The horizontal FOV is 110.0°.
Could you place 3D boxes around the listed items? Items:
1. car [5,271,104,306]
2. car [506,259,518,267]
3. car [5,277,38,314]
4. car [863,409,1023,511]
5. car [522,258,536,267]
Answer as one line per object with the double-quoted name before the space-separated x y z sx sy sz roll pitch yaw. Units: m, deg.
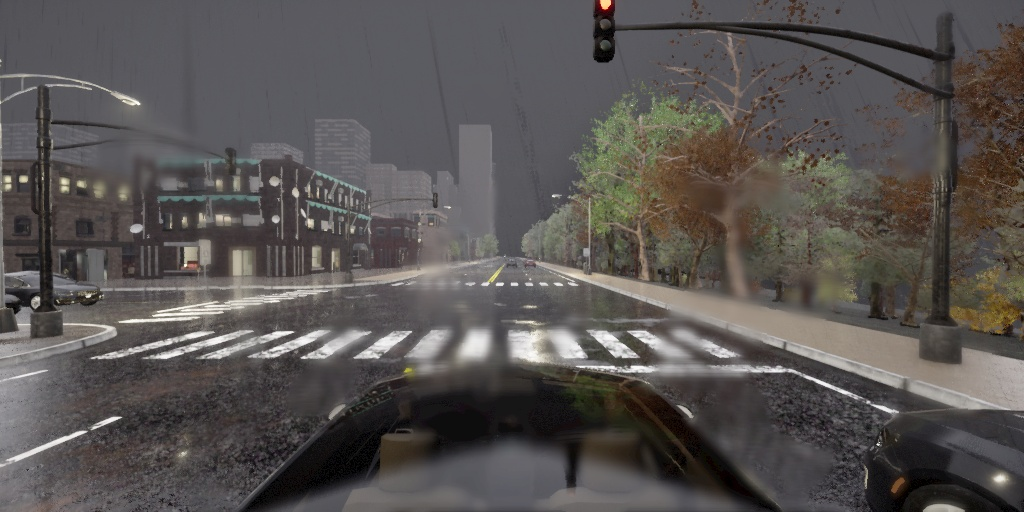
"car" -20.315 1.480 15.131 4.892 1.490 1.837 -1 1 0
"car" -0.048 1.231 63.053 1.837 1.490 4.892 0 0 0
"car" -19.973 1.565 12.427 4.313 1.339 1.948 0 0 0
"car" 3.353 1.255 0.435 1.837 1.490 4.892 0 0 0
"car" 3.204 1.252 63.367 1.812 1.442 4.674 0 0 0
